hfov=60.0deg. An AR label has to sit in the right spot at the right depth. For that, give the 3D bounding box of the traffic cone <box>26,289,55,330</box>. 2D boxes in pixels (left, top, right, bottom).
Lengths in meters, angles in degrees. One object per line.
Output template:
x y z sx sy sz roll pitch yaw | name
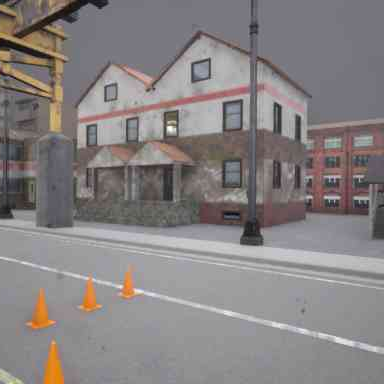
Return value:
-2.563 1.949 5.641 0.340 0.580 0.340 0 0 36 | traffic cone

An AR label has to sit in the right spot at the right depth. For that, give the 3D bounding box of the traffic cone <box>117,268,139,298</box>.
-1.393 1.949 7.263 0.340 0.580 0.340 0 0 36 | traffic cone

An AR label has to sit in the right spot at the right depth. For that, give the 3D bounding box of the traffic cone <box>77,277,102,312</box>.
-1.978 1.949 6.452 0.340 0.580 0.340 0 0 36 | traffic cone

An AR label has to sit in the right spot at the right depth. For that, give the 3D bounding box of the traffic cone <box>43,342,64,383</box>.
-1.526 1.952 3.660 0.340 0.580 0.340 0 0 36 | traffic cone
